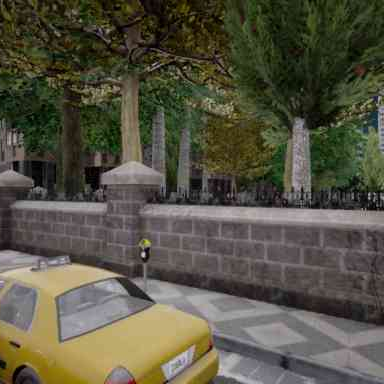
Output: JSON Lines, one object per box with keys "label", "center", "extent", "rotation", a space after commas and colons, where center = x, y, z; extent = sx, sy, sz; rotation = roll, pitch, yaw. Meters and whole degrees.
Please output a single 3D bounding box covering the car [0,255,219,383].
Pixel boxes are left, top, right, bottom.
{"label": "car", "center": [-1.997, 1.525, 4.383], "extent": [4.829, 1.417, 1.752], "rotation": [0, 0, 35]}
